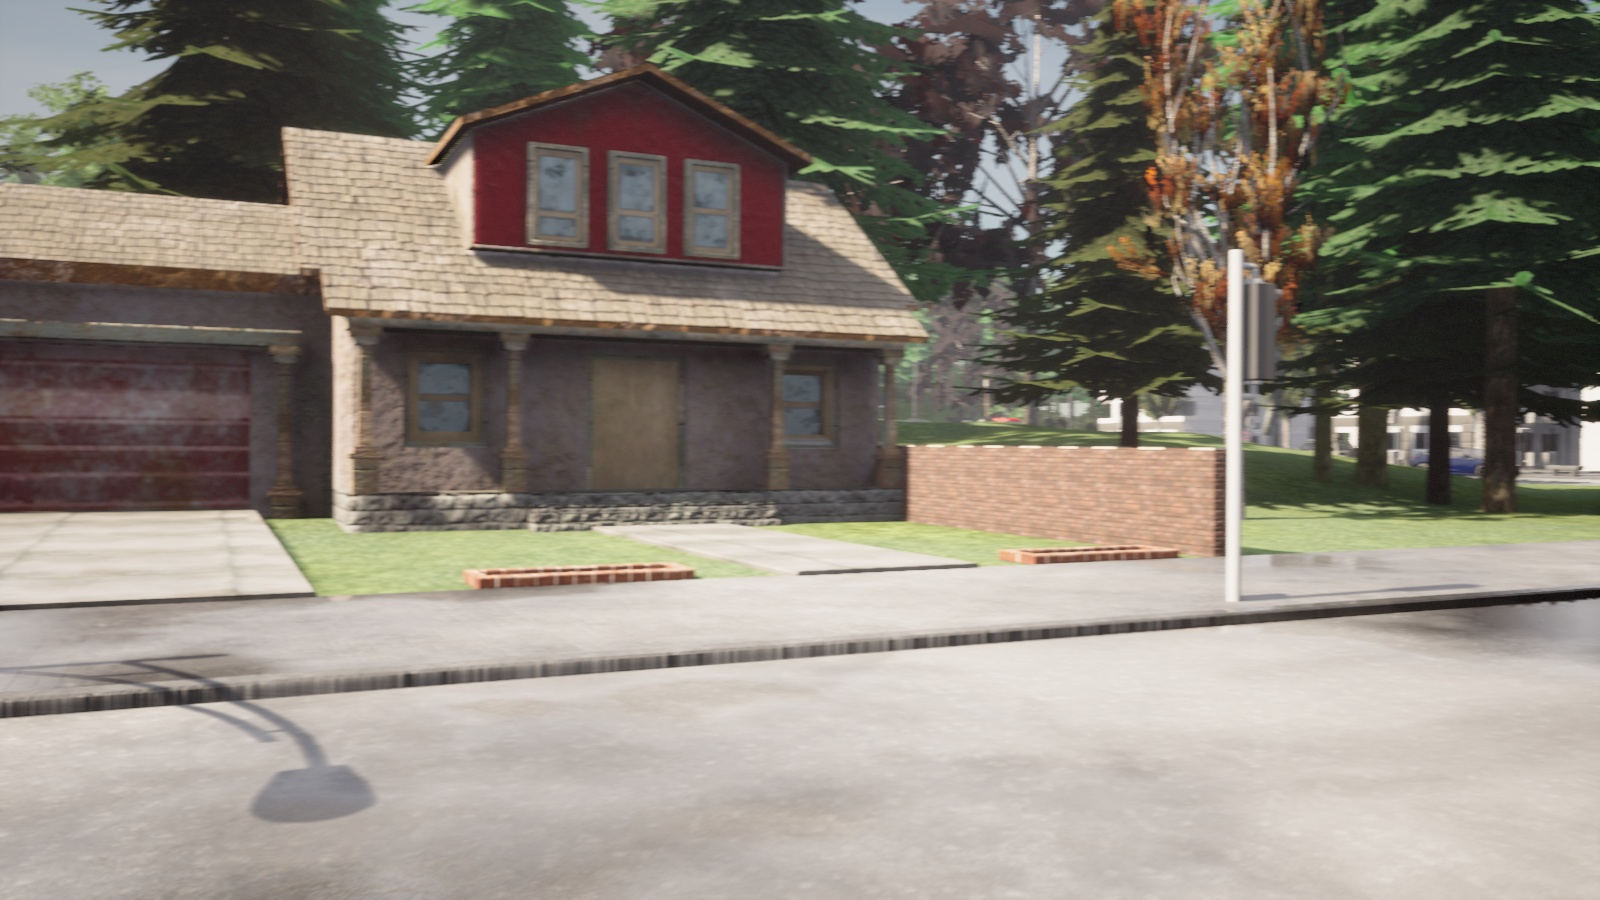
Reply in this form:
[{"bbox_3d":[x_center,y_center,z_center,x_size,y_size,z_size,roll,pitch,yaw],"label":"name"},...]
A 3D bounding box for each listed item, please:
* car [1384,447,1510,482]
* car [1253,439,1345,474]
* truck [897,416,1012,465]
[{"bbox_3d":[29.551,0.629,57.541,2.163,1.488,4.792,0,0,-26],"label":"car"},{"bbox_3d":[27.819,0.355,70.157,1.932,1.855,4.605,0,1,-26],"label":"car"},{"bbox_3d":[11.435,-0.724,93.045,7.936,3.462,2.891,1,1,31],"label":"truck"}]
